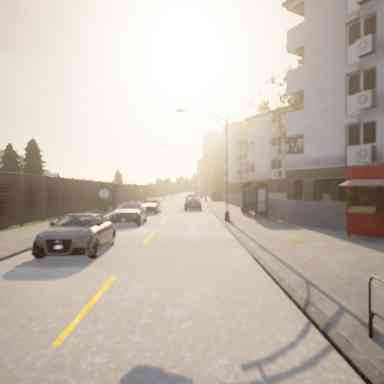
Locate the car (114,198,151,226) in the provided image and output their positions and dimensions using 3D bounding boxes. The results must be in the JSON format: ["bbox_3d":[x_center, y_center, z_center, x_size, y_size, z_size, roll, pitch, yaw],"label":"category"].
[{"bbox_3d":[-4.098,1.382,22.264,1.812,1.442,4.674,0,0,0],"label":"car"}]

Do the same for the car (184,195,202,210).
[{"bbox_3d":[0.097,1.318,38.220,1.994,1.385,4.181,0,0,0],"label":"car"}]

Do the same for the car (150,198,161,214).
[{"bbox_3d":[-4.067,1.338,32.567,2.033,1.411,5.357,0,0,0],"label":"car"}]

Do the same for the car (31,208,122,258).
[{"bbox_3d":[-4.096,1.485,12.178,1.994,1.385,4.181,0,0,0],"label":"car"}]
